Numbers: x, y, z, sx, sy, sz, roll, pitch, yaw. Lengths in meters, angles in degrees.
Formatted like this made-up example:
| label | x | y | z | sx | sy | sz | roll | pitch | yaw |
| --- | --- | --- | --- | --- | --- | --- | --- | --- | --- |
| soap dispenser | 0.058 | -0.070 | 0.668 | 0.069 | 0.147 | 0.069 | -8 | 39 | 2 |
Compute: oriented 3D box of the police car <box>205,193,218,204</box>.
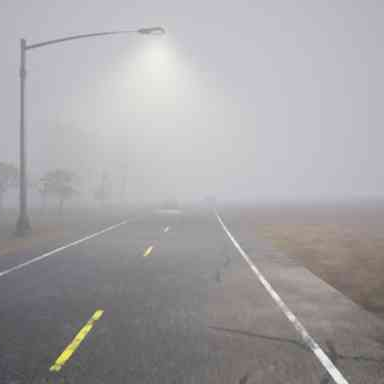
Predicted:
| label | x | y | z | sx | sy | sz | roll | pitch | yaw |
| --- | --- | --- | --- | --- | --- | --- | --- | --- | --- |
| police car | 3.437 | 1.314 | 62.024 | 1.930 | 1.638 | 5.238 | 0 | 0 | 4 |

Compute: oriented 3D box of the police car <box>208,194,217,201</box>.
| label | x | y | z | sx | sy | sz | roll | pitch | yaw |
| --- | --- | --- | --- | --- | --- | --- | --- | --- | --- |
| police car | 4.794 | 1.278 | 77.912 | 1.930 | 1.638 | 5.238 | 0 | 0 | 5 |

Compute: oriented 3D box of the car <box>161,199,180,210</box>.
| label | x | y | z | sx | sy | sz | roll | pitch | yaw |
| --- | --- | --- | --- | --- | --- | --- | --- | --- | --- |
| car | -2.538 | 1.496 | 40.557 | 1.994 | 1.385 | 4.181 | 0 | 0 | 3 |
